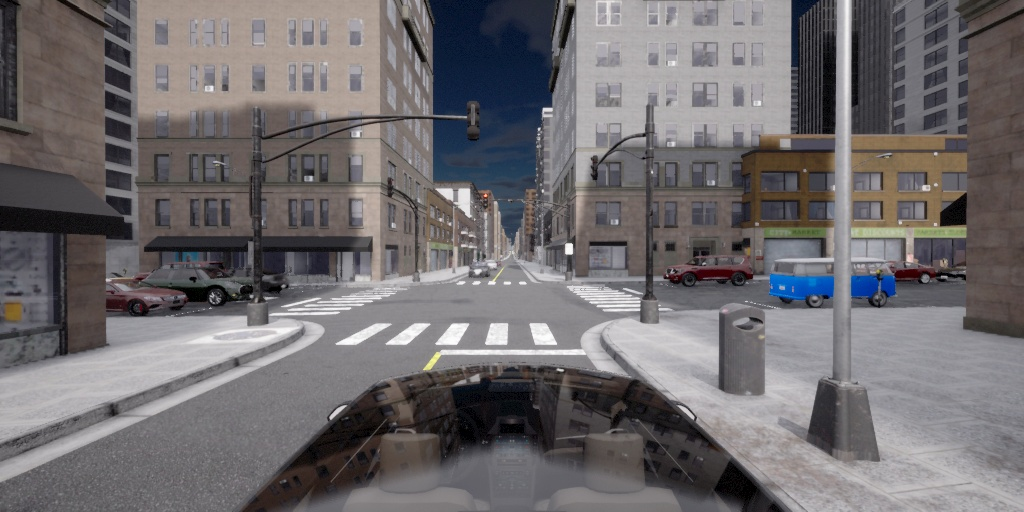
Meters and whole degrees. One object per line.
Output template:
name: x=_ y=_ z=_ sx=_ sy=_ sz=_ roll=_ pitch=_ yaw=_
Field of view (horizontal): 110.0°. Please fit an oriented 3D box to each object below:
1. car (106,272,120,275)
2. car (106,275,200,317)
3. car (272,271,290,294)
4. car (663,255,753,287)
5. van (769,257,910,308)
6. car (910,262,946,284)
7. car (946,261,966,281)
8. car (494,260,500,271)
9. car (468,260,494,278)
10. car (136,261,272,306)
car: x=-26.003 y=1.552 z=22.108 sx=4.829 sy=1.417 sz=1.751 roll=0 pitch=0 yaw=0
car: x=-14.809 y=1.528 z=13.601 sx=4.207 sy=1.307 sz=1.802 roll=0 pitch=0 yaw=0
car: x=-14.650 y=1.410 z=19.249 sx=4.892 sy=1.490 sz=1.837 roll=-1 pitch=1 yaw=1
car: x=12.112 y=0.872 z=22.172 sx=5.009 sy=1.841 sz=2.192 roll=0 pitch=0 yaw=0
van: x=12.128 y=0.957 z=13.647 sx=3.998 sy=1.789 sz=1.690 roll=0 pitch=0 yaw=0
car: x=23.330 y=0.964 z=22.191 sx=4.507 sy=1.381 sz=1.888 roll=0 pitch=0 yaw=0
car: x=28.940 y=0.916 z=22.201 sx=4.313 sy=1.339 sz=1.948 roll=0 pitch=0 yaw=0
car: x=-3.054 y=1.298 z=49.599 sx=1.812 sy=1.442 sz=4.674 roll=0 pitch=0 yaw=0
car: x=-3.085 y=1.244 z=34.180 sx=2.128 sy=1.511 sz=4.902 roll=0 pitch=0 yaw=-1
car: x=-13.998 y=1.270 z=16.243 sx=4.553 sy=1.767 sz=2.097 roll=-1 pitch=0 yaw=0
